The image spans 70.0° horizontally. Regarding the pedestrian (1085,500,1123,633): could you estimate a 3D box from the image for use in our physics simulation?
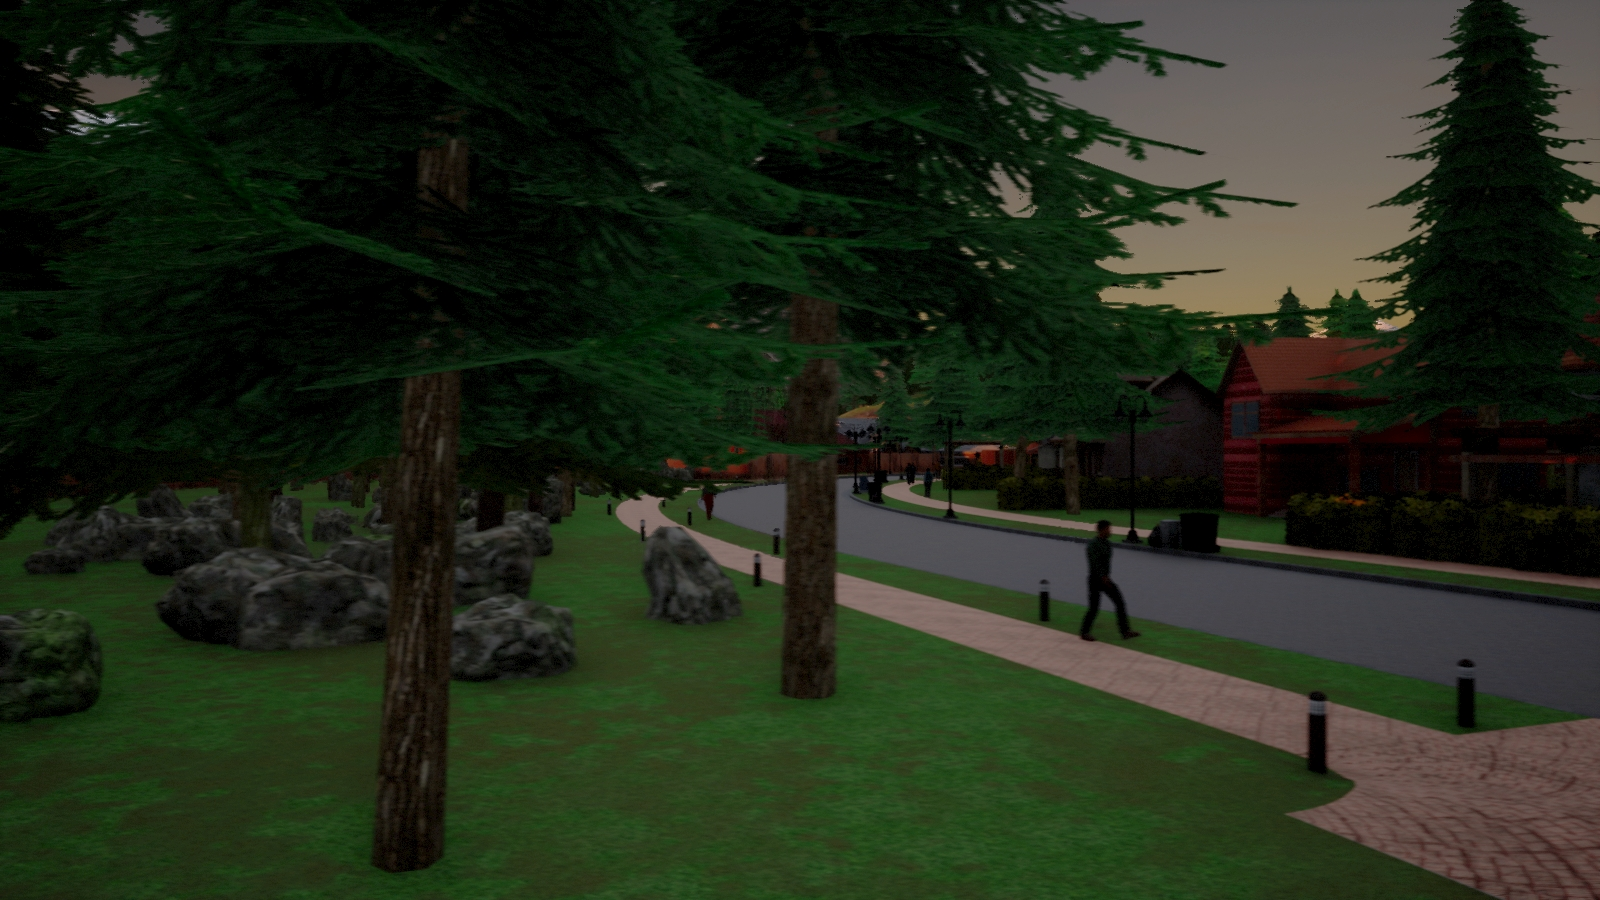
[{"bbox_3d":[4.389,1.666,16.479,0.375,1.860,0.375,0,0,-37],"label":"pedestrian"}]

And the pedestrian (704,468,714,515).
[{"bbox_3d":[-3.648,1.662,45.605,0.375,1.860,0.375,0,0,-8],"label":"pedestrian"}]

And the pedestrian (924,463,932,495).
[{"bbox_3d":[7.331,1.659,65.355,0.375,1.860,0.375,0,0,-3],"label":"pedestrian"}]
